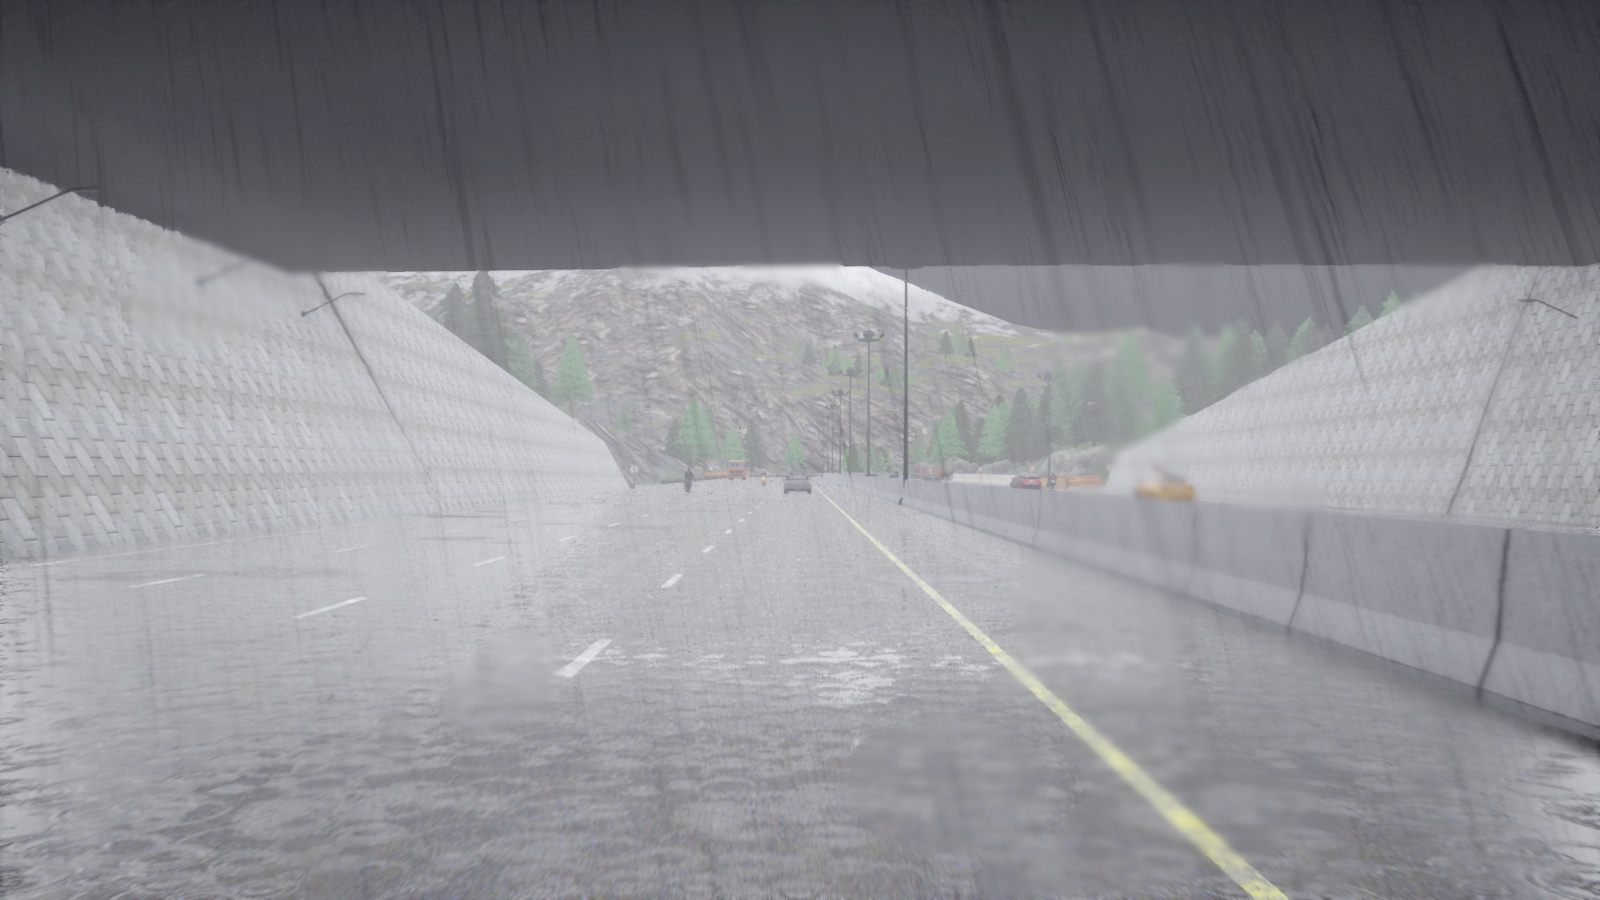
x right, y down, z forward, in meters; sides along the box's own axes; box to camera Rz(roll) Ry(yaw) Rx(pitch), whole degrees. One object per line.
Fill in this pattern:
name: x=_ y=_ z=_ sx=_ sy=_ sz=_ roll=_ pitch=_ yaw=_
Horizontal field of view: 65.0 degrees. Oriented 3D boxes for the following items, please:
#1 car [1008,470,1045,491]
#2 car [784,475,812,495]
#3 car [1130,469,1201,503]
car: x=17.343 y=2.306 z=96.418 sx=2.007 sy=1.525 sz=4.514 roll=0 pitch=-1 yaw=0
car: x=-0.142 y=2.345 z=85.405 sx=1.895 sy=1.301 sz=4.718 roll=0 pitch=-1 yaw=0
car: x=17.390 y=1.689 z=60.013 sx=1.801 sy=1.575 sz=5.366 roll=0 pitch=-1 yaw=0
